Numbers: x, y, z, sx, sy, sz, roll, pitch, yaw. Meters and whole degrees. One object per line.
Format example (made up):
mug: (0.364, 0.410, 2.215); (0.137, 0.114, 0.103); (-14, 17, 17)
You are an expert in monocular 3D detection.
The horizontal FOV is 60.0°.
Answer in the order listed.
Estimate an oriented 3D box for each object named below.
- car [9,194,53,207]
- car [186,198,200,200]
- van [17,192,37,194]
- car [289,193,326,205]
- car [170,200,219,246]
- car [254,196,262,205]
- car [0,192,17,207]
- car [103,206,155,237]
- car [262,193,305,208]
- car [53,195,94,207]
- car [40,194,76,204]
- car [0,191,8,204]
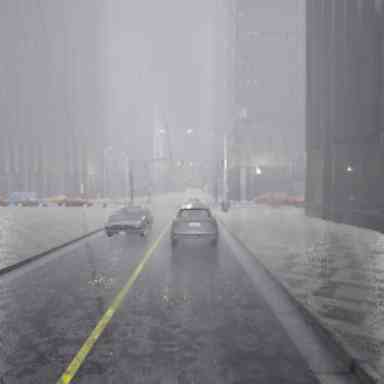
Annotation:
car: (-20.435, 1.301, 42.747); (4.403, 1.369, 2.008); (0, 1, 0)
car: (0.102, 1.321, 30.922); (1.837, 1.490, 4.892); (0, 0, 0)
van: (-25.970, 0.884, 51.254); (3.998, 1.788, 1.690); (0, 1, 0)
car: (17.761, 1.059, 51.375); (5.009, 1.841, 2.192); (0, 1, 0)
car: (0.102, 1.330, 14.732); (2.033, 1.649, 4.856); (0, -1, 0)
car: (12.118, 1.030, 51.359); (5.009, 1.841, 2.192); (0, 1, 0)
car: (-25.960, 1.042, 42.726); (5.009, 1.841, 2.192); (0, 1, 0)
car: (-3.077, 1.436, 17.428); (2.033, 1.411, 5.357); (0, 0, 0)
car: (12.132, 1.215, 42.836); (5.009, 1.841, 2.192); (0, 1, 0)
car: (-14.910, 1.318, 42.763); (4.507, 1.381, 1.887); (0, 1, 0)
car: (-20.617, 1.090, 51.271); (4.829, 1.417, 1.752); (0, 1, 0)
car: (-31.495, 0.835, 51.239); (5.009, 1.841, 2.192); (0, 1, 0)
